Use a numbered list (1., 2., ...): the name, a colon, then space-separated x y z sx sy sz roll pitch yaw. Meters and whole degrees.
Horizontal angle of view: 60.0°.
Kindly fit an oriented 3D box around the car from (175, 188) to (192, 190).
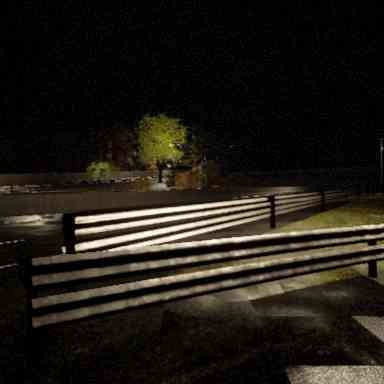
1. car: -0.152 0.117 56.456 1.882 1.535 5.008 0 1 33

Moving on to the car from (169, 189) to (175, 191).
1. car: -3.091 0.209 58.356 1.837 1.490 4.892 0 1 33

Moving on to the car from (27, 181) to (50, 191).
1. car: -29.634 -1.206 64.322 2.097 1.767 4.553 -1 3 13

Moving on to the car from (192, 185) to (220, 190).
1. car: 2.770 -0.048 54.529 2.150 2.045 5.566 0 1 33
